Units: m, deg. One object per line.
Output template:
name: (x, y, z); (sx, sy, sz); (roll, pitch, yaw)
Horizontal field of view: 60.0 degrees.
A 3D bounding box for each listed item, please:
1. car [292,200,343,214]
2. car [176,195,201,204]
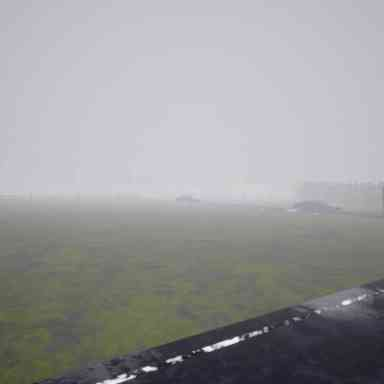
car: (13.492, 1.573, 36.230); (2.033, 1.411, 5.357); (0, 1, -36)
car: (-0.632, 1.204, 55.949); (2.033, 1.411, 5.357); (0, 1, -35)
